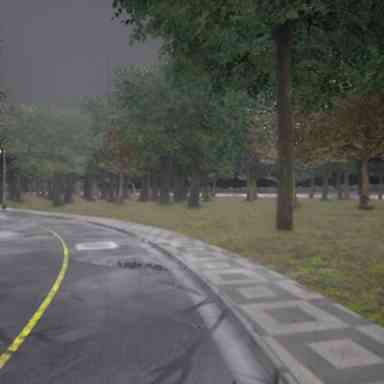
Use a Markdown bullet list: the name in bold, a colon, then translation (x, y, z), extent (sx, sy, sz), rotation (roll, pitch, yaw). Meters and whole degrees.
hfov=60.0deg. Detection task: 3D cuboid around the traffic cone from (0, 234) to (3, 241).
- **traffic cone**: translation (-9.203, 2.020, 15.837), extent (0.340, 0.580, 0.340), rotation (0, 0, -28)
